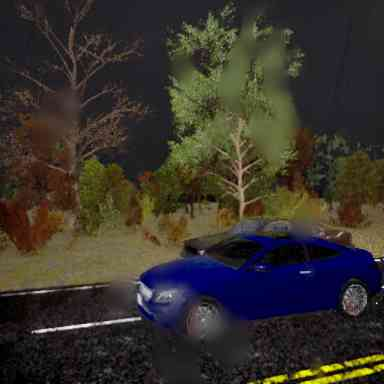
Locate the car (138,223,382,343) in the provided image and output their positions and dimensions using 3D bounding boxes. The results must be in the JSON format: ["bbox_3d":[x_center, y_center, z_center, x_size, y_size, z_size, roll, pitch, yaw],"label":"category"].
[{"bbox_3d":[1.345,1.507,6.249,4.674,1.442,1.812,0,0,-19],"label":"car"}]

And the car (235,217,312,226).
[{"bbox_3d":[2.387,1.494,10.141,5.357,1.411,2.033,0,0,-20],"label":"car"}]
